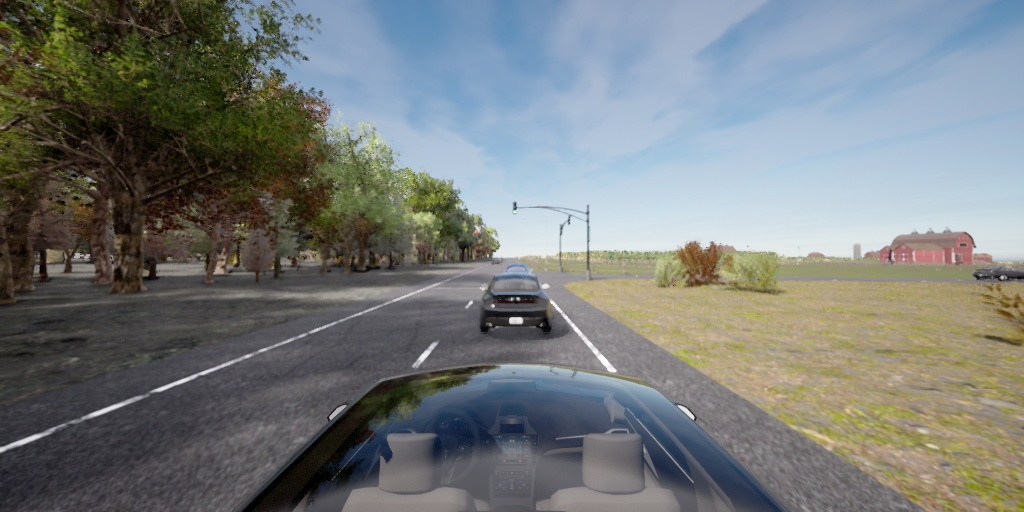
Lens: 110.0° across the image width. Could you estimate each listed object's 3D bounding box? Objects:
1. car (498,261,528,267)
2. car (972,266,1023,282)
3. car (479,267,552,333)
[{"bbox_3d":[0.422,1.262,23.850,1.812,1.442,4.674,0,0,6],"label":"car"},{"bbox_3d":[48.496,1.741,35.237,4.902,1.511,2.128,1,-1,0],"label":"car"},{"bbox_3d":[0.095,1.250,10.735,1.837,1.490,4.892,0,0,0],"label":"car"}]
